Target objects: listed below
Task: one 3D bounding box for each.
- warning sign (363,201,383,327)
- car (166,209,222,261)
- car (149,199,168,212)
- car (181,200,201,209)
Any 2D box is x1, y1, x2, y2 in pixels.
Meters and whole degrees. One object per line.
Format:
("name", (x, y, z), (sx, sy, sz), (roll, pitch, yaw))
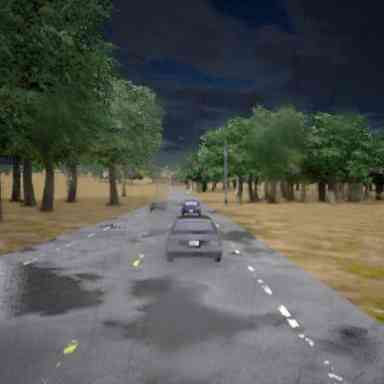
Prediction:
("warning sign", (3.581, 1.125, 5.069), (1.300, 1.860, 1.060), (2, 2, 0))
("car", (0.055, 1.566, 12.343), (2.033, 1.411, 5.357), (0, 0, 0))
("car", (-3.872, 1.551, 39.215), (2.033, 1.411, 5.357), (0, 0, -1))
("car", (-0.102, 1.545, 32.647), (1.812, 1.442, 4.674), (0, 0, -1))
